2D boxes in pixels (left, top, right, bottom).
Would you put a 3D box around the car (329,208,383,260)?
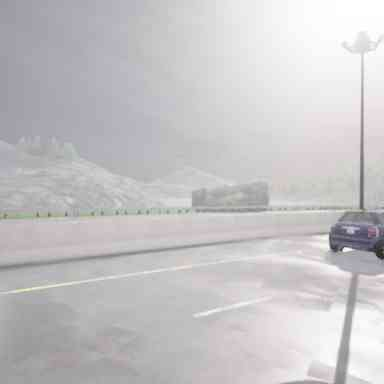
[{"bbox_3d":[7.548,1.472,13.124,4.553,1.767,2.097,1,0,-31],"label":"car"}]
